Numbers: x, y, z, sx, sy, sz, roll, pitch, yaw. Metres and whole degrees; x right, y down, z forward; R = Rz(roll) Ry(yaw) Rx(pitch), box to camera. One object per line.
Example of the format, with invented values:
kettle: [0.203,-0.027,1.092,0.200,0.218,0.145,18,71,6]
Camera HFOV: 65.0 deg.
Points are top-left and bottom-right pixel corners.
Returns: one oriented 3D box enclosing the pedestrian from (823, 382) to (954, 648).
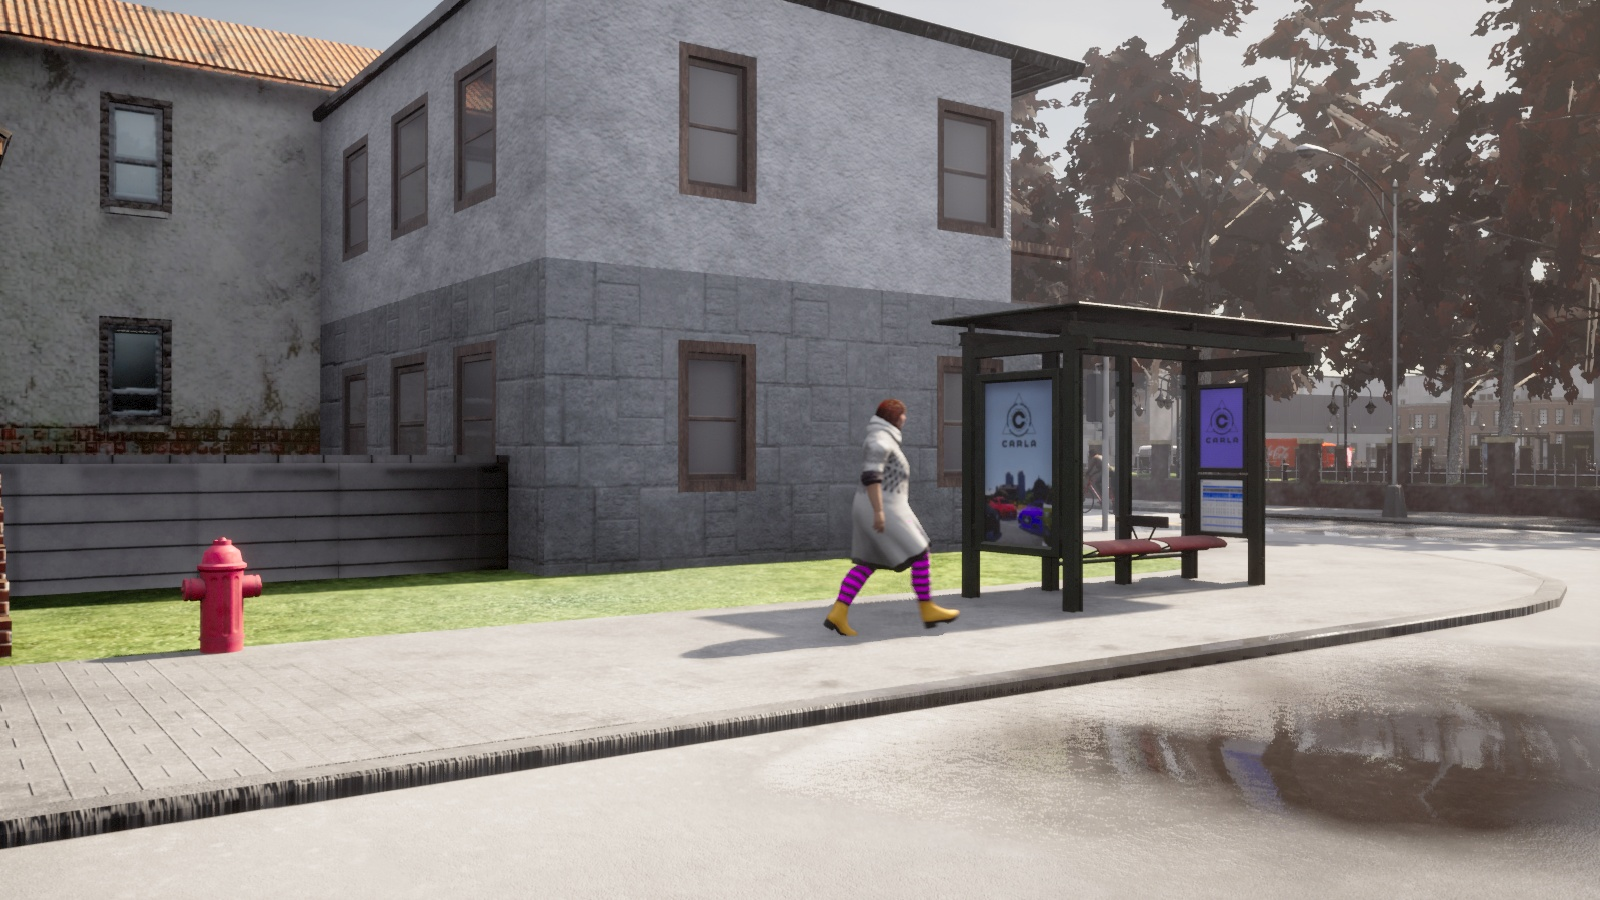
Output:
pedestrian: [0.663,0.477,9.604,0.873,1.952,0.659,0,0,-8]

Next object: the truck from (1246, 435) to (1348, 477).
truck: [30.378,0.382,76.878,2.627,2.467,5.204,0,0,-35]
